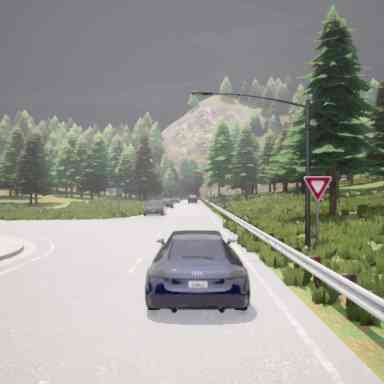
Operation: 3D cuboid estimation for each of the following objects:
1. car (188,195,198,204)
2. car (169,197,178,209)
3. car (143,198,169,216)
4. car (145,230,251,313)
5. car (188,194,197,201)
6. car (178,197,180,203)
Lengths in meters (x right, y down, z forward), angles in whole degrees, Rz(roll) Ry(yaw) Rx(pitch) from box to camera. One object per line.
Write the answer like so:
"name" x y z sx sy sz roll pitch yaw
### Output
"car" 0.132 1.476 64.834 1.882 1.535 5.008 0 0 0
"car" -3.498 1.546 46.325 2.033 1.411 5.357 0 0 0
"car" -3.532 1.502 32.171 1.837 1.490 4.892 0 1 0
"car" 0.098 1.564 7.751 1.994 1.385 4.181 0 0 0
"car" 0.154 1.304 75.212 1.882 1.535 5.008 0 0 0
"car" -3.394 1.600 65.950 1.895 1.301 4.718 0 0 1
